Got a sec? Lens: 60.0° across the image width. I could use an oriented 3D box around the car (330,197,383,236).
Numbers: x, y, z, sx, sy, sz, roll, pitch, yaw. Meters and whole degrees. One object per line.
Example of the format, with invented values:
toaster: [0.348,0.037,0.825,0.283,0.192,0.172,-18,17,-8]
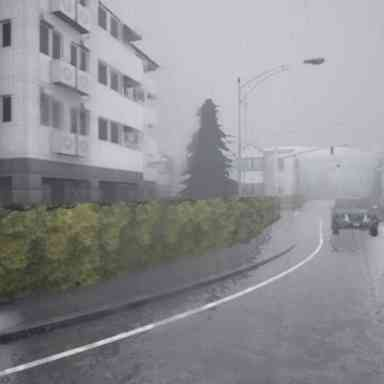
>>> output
car: [9.355,1.324,19.422,2.150,2.045,5.566,0,-1,22]
